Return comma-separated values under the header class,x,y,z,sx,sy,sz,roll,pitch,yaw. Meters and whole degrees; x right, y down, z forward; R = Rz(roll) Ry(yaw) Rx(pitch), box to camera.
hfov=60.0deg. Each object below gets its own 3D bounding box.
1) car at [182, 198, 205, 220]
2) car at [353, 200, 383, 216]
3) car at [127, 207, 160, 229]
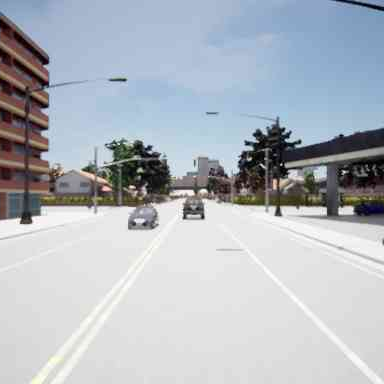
class,x,y,z,sx,sy,sz,roll,pitch,yaw
car,0.168,1.657,33.723,2.150,2.045,5.566,0,-1,0
car,20.346,1.772,36.718,4.611,1.667,2.242,0,-1,1
car,-3.452,1.846,24.284,2.128,1.511,4.902,0,-1,0
